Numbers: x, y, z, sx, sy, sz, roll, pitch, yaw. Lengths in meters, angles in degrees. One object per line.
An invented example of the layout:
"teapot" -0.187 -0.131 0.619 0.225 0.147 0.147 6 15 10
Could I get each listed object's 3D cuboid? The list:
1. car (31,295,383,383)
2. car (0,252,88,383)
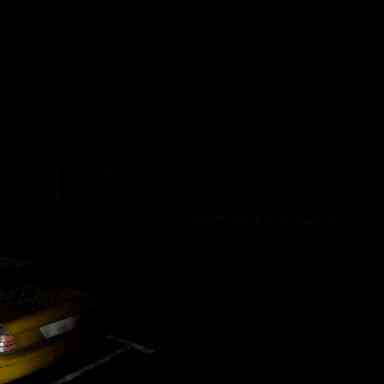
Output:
"car" 1.141 1.567 2.010 4.313 1.339 1.947 -1 -1 36
"car" -3.434 1.588 5.276 4.829 1.417 1.752 -1 -1 36
